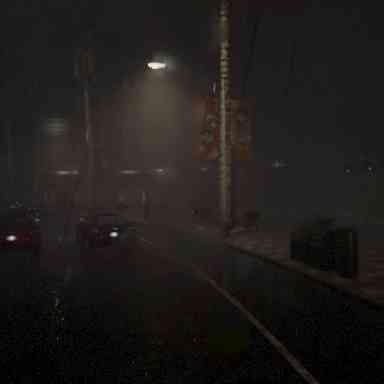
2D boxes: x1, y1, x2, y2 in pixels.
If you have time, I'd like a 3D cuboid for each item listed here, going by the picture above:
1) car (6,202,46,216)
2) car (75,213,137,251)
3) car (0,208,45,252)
[{"bbox_3d":[-14.086,1.562,27.996,4.902,1.511,2.128,0,0,41],"label":"car"},{"bbox_3d":[-3.838,1.589,14.484,1.994,1.385,4.181,0,0,-26],"label":"car"},{"bbox_3d":[-7.241,1.601,13.530,1.994,1.385,4.181,0,0,-26],"label":"car"}]
